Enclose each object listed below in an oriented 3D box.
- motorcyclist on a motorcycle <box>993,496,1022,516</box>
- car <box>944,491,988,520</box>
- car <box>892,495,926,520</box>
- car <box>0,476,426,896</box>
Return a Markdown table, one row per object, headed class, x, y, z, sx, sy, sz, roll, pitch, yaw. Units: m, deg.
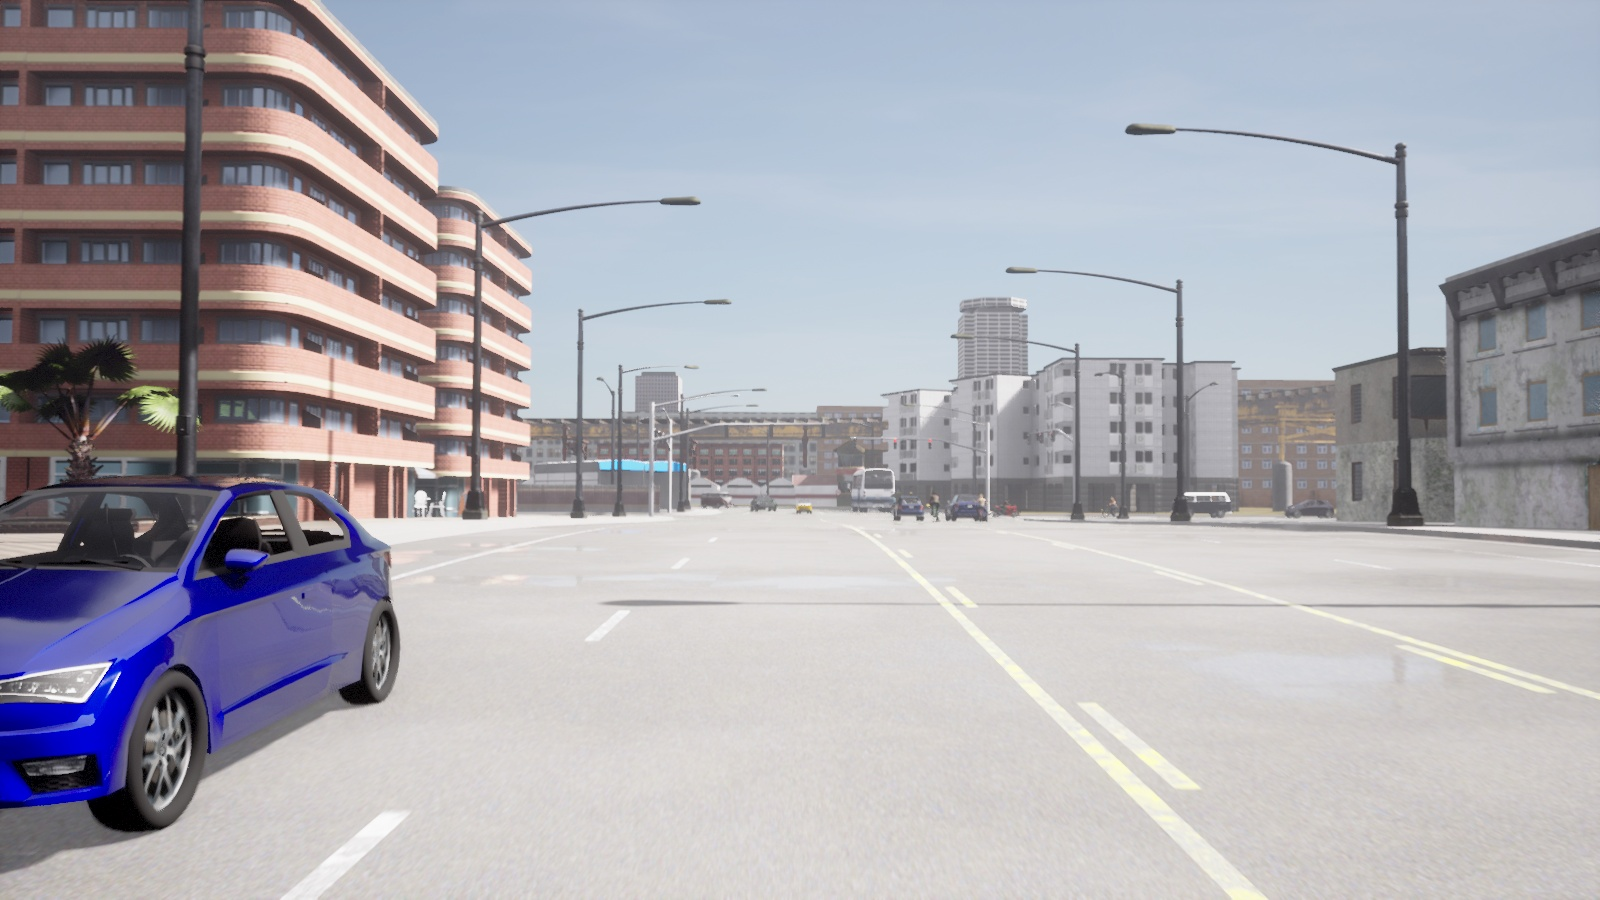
| class | x | y | z | sx | sy | sz | roll | pitch | yaw |
| --- | --- | --- | --- | --- | --- | --- | --- | --- | --- |
| motorcyclist on a motorcycle | 15.783 | 4.271 | 95.526 | 2.044 | 1.523 | 0.797 | 0 | -2 | -1 |
| car | 10.319 | 3.450 | 78.379 | 2.097 | 1.767 | 4.553 | 0 | -3 | 0 |
| car | 6.818 | 3.597 | 78.715 | 1.789 | 1.549 | 3.705 | 0 | -3 | 0 |
| car | -3.516 | 0.907 | 6.681 | 1.816 | 1.474 | 4.193 | 0 | 0 | 0 |
